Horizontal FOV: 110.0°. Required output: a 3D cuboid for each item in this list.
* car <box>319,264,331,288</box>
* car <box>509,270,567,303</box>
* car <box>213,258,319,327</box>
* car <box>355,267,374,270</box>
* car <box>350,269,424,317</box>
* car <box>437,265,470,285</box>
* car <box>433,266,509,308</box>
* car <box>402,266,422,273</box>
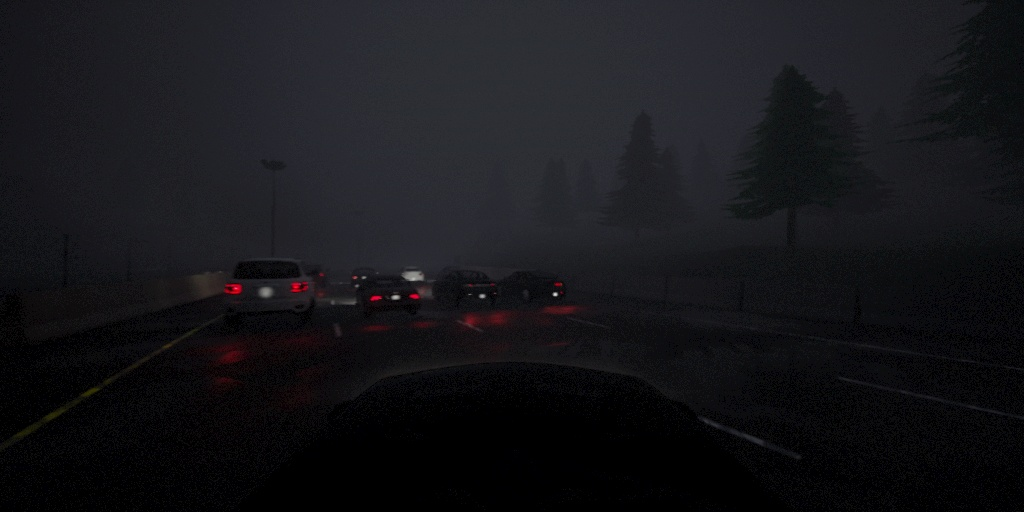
[{"bbox_3d":[-14.607,1.337,26.303,2.097,1.767,4.553,0,-1,-22],"label":"car"},{"bbox_3d":[0.841,1.434,18.057,1.837,1.490,4.892,0,0,-26],"label":"car"},{"bbox_3d":[-8.050,1.074,12.345,2.150,2.045,5.566,0,0,-27],"label":"car"},{"bbox_3d":[-11.072,1.547,26.865,2.033,1.411,5.357,0,-1,-23],"label":"car"},{"bbox_3d":[-4.920,1.419,13.903,2.033,1.411,5.357,0,-1,-27],"label":"car"},{"bbox_3d":[-5.157,1.579,30.930,1.812,1.442,4.674,0,0,-22],"label":"car"},{"bbox_3d":[-2.255,1.397,16.425,2.128,1.511,4.902,0,-1,-26],"label":"car"},{"bbox_3d":[-8.368,1.558,29.535,1.812,1.442,4.674,0,0,-22],"label":"car"}]
